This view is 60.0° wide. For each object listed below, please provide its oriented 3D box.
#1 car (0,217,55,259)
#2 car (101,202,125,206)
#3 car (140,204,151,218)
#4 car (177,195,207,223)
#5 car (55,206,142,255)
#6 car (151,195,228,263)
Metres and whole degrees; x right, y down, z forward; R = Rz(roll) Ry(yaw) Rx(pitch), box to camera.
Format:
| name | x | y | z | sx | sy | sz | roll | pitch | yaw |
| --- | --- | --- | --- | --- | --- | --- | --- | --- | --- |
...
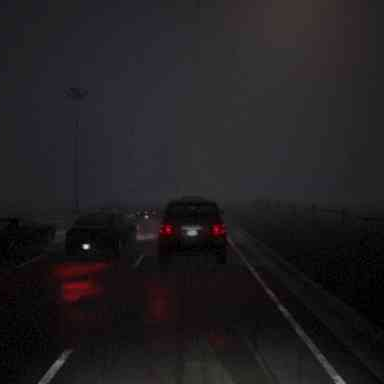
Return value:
| name | x | y | z | sx | sy | sz | roll | pitch | yaw |
| --- | --- | --- | --- | --- | --- | --- | --- | --- | --- |
| car | -6.959 | 1.619 | 12.685 | 1.895 | 1.301 | 4.718 | 0 | 0 | 1 |
| car | -6.948 | 1.566 | 28.978 | 1.812 | 1.442 | 4.674 | 0 | 0 | 0 |
| car | -3.458 | 1.639 | 27.686 | 1.895 | 1.301 | 4.718 | 0 | 0 | 1 |
| car | 0.035 | 1.261 | 27.081 | 2.150 | 2.045 | 5.566 | 0 | 0 | 1 |
| car | -3.453 | 1.525 | 13.330 | 1.837 | 1.490 | 4.892 | 0 | 0 | 1 |
| car | 0.035 | 1.240 | 12.130 | 2.150 | 2.045 | 5.566 | 0 | 0 | 1 |
